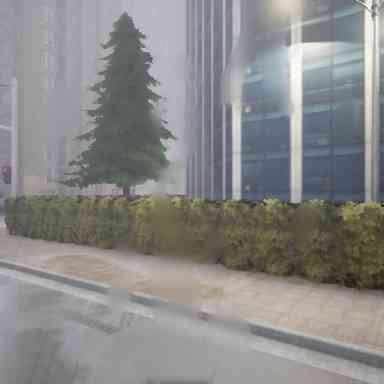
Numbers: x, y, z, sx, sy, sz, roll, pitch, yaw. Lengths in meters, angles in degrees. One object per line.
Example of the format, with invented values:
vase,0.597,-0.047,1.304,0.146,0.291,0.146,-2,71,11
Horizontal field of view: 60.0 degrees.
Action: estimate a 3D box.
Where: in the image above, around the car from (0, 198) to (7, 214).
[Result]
car,-18.878,1.352,32.090,2.097,1.767,4.553,0,0,36
